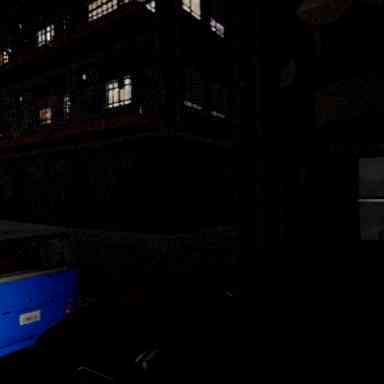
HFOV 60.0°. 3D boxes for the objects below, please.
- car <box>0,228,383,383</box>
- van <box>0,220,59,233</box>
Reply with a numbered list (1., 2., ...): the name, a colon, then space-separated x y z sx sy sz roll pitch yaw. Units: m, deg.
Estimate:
1. car: 0.993 1.314 1.997 5.009 1.841 2.192 0 -1 36
2. van: -3.511 1.312 5.208 3.998 1.788 1.690 0 -1 36
